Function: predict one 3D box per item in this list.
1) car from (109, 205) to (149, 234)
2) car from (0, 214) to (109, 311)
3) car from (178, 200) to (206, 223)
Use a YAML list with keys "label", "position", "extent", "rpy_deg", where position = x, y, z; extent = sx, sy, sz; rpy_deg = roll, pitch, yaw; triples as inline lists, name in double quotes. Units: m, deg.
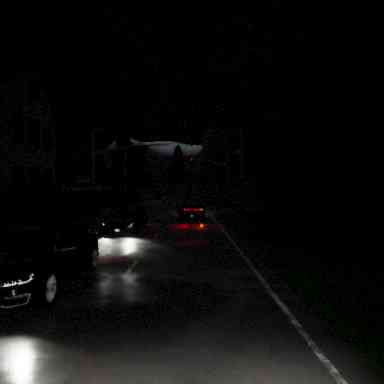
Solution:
- label: "car"
  position: [-3.554, 1.434, 18.528]
  extent: [2.033, 1.411, 5.357]
  rpy_deg: [0, 0, 0]
- label: "car"
  position: [-3.590, 1.456, 7.868]
  extent: [1.837, 1.490, 4.892]
  rpy_deg: [0, 0, 0]
- label: "car"
  position: [0.000, 1.342, 24.318]
  extent: [2.128, 1.511, 4.902]
  rpy_deg: [0, 0, 0]
